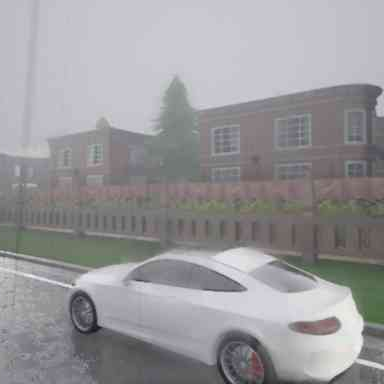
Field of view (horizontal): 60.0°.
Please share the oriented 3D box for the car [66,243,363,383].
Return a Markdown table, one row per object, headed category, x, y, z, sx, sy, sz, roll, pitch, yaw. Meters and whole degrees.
| category | x | y | z | sx | sy | sz | roll | pitch | yaw |
| --- | --- | --- | --- | --- | --- | --- | --- | --- | --- |
| car | 0.014 | 1.552 | 5.151 | 4.674 | 1.442 | 1.812 | -1 | 0 | 36 |
